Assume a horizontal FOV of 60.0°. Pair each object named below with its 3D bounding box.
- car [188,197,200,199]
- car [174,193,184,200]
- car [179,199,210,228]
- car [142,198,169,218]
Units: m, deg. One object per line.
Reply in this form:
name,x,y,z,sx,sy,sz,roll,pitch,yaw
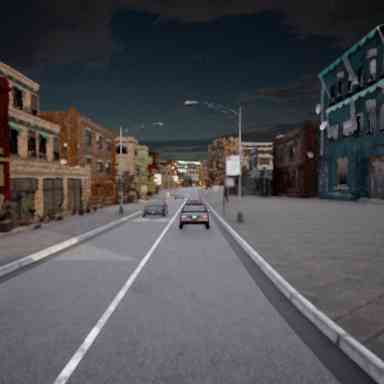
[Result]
car,0.270,1.283,42.791,1.895,1.301,4.718,0,1,1
car,-2.657,0.982,69.930,1.994,1.385,4.181,0,1,0
car,0.144,1.426,21.180,2.033,1.411,5.357,0,1,0
car,-3.034,1.320,28.219,1.837,1.490,4.892,0,1,0
